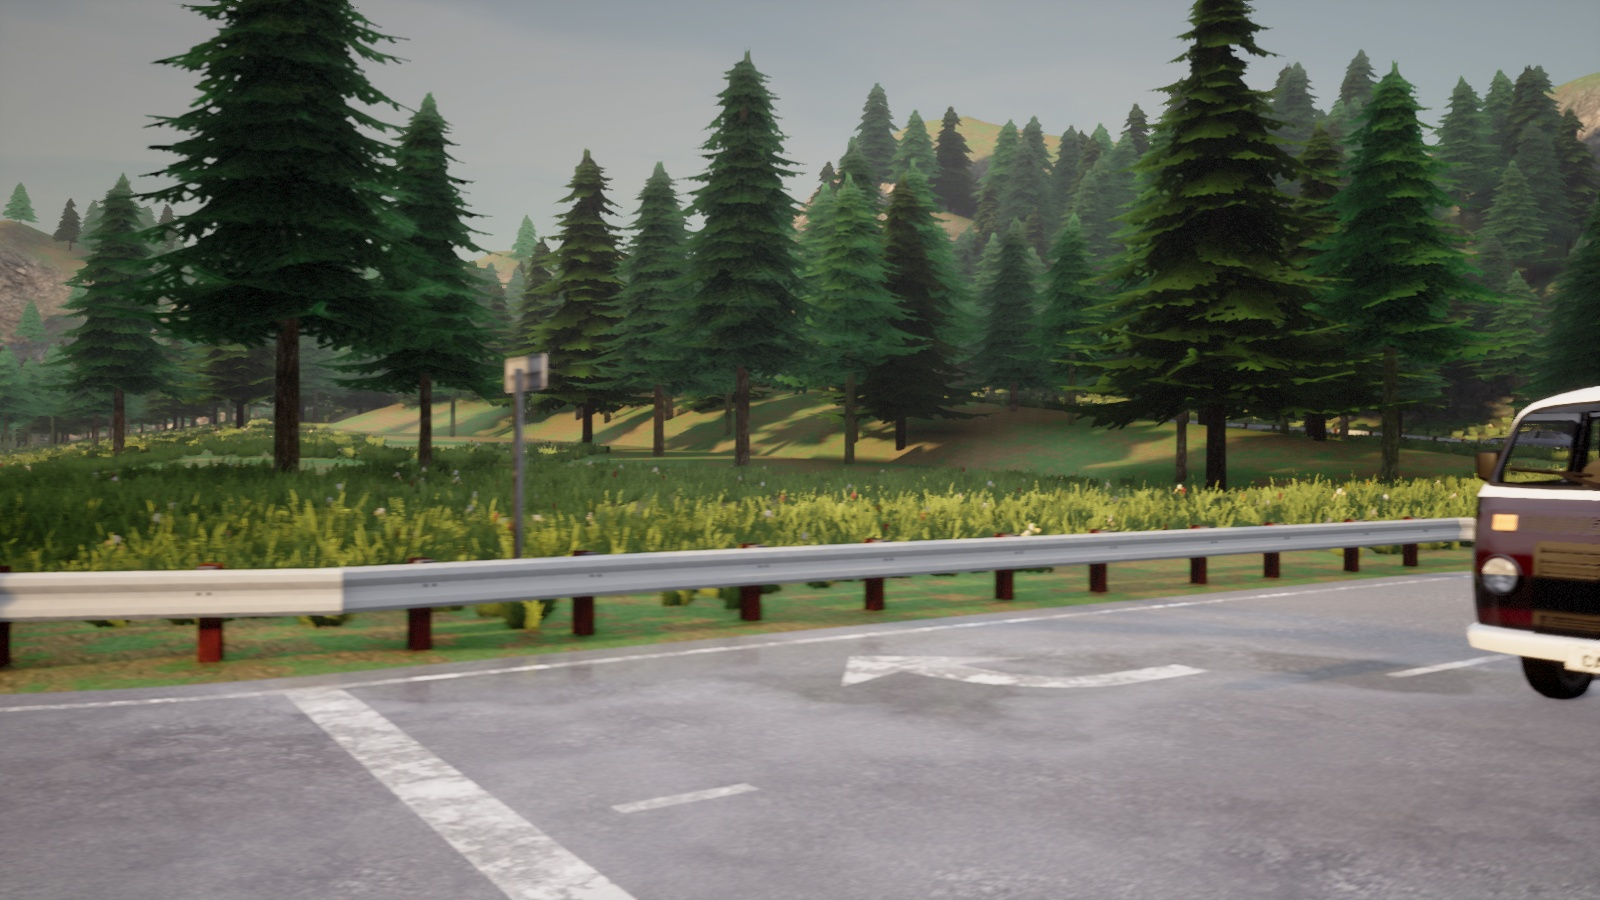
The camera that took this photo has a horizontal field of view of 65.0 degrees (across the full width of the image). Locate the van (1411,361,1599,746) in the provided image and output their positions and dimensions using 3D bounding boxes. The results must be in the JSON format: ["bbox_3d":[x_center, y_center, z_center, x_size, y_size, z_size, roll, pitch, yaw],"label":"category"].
[{"bbox_3d":[6.079,0.498,7.890,4.480,2.038,2.069,-2,1,-35],"label":"van"}]
